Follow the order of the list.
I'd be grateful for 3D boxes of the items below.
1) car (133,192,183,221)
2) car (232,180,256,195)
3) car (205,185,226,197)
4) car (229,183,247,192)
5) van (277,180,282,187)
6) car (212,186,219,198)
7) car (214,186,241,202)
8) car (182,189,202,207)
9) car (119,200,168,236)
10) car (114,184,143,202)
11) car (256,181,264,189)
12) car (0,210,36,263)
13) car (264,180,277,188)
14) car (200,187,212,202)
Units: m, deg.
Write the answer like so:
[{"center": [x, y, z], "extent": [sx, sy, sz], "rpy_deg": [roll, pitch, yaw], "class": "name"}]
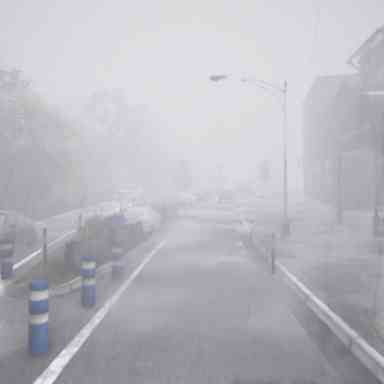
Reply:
[{"center": [-2.312, 1.151, 24.251], "extent": [2.097, 1.535, 5.008], "rpy_deg": [1, 3, 9], "class": "car"}, {"center": [8.621, -0.619, 55.055], "extent": [2.150, 2.045, 5.566], "rpy_deg": [0, 3, 20], "class": "car"}, {"center": [3.773, -0.173, 52.340], "extent": [2.097, 1.535, 5.008], "rpy_deg": [0, 3, 18], "class": "car"}, {"center": [9.307, -0.908, 67.378], "extent": [2.231, 1.521, 4.892], "rpy_deg": [-3, 2, 25], "class": "car"}, {"center": [22.735, -2.368, 91.950], "extent": [1.878, 1.987, 4.442], "rpy_deg": [-3, 2, 32], "class": "van"}, {"center": [1.993, 0.127, 46.276], "extent": [2.231, 1.521, 4.892], "rpy_deg": [0, 3, 16], "class": "car"}, {"center": [4.457, 0.403, 40.853], "extent": [2.033, 1.411, 5.357], "rpy_deg": [0, 3, 14], "class": "car"}, {"center": [-0.649, 0.734, 34.646], "extent": [2.002, 1.452, 4.674], "rpy_deg": [-1, 2, 11], "class": "car"}, {"center": [-2.783, 1.484, 18.134], "extent": [2.002, 1.452, 4.674], "rpy_deg": [-2, 2, 4], "class": "car"}, {"center": [-7.300, 0.052, 38.893], "extent": [2.150, 2.045, 5.566], "rpy_deg": [0, 2, 6], "class": "car"}, {"center": [14.118, -1.674, 77.484], "extent": [2.435, 2.045, 5.566], "rpy_deg": [-3, 2, 28], "class": "car"}, {"center": [-6.831, 1.391, 11.375], "extent": [1.812, 1.442, 4.674], "rpy_deg": [0, 1, -7], "class": "car"}, {"center": [19.757, -1.921, 87.321], "extent": [1.946, 1.575, 5.366], "rpy_deg": [-2, 2, 33], "class": "car"}, {"center": [0.637, 0.409, 40.737], "extent": [2.097, 1.535, 5.008], "rpy_deg": [0, 3, 14], "class": "car"}]
